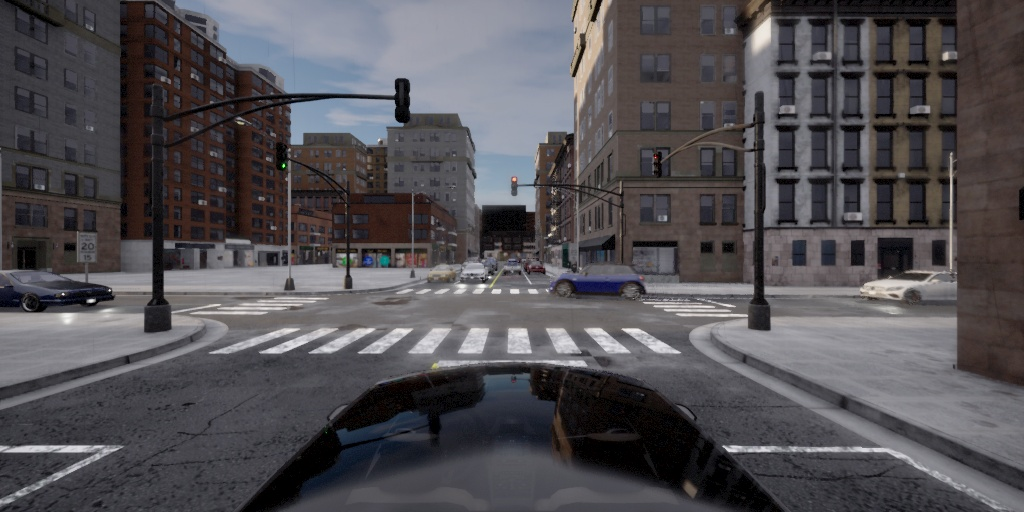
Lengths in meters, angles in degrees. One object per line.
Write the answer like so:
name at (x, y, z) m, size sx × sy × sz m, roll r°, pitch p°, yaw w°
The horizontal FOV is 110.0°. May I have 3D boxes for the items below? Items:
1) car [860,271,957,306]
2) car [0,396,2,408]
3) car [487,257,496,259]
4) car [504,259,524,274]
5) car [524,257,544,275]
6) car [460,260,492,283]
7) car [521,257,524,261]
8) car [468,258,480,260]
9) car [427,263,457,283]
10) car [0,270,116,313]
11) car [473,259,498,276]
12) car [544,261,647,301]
car at (18.330, 1.376, 15.917) m, size 4.674 × 1.442 × 1.812 m, roll 0°, pitch 0°, yaw 0°
car at (-5.388, 1.300, 1.270) m, size 2.007 × 1.370 × 4.403 m, roll 0°, pitch 0°, yaw 0°
car at (-2.862, 1.244, 48.075) m, size 2.128 × 1.511 × 4.902 m, roll 0°, pitch 0°, yaw 0°
car at (0.054, 1.352, 40.511) m, size 1.895 × 1.301 × 4.718 m, roll 0°, pitch 0°, yaw 0°
car at (2.616, 1.191, 39.443) m, size 1.967 × 1.591 × 4.097 m, roll 0°, pitch 0°, yaw 0°
car at (-2.862, 1.276, 28.086) m, size 1.812 × 1.442 × 4.674 m, roll 0°, pitch 0°, yaw 0°
car at (2.612, 1.067, 45.105) m, size 2.192 × 1.841 × 5.009 m, roll 0°, pitch 0°, yaw 0°
car at (-5.413, 1.302, 45.101) m, size 2.007 × 1.370 × 4.403 m, roll 0°, pitch 0°, yaw 0°
car at (-5.403, 1.276, 27.945) m, size 1.751 × 1.417 × 4.829 m, roll 0°, pitch 0°, yaw 0°
car at (-17.810, 1.215, 12.912) m, size 5.357 × 1.411 × 2.033 m, roll 0°, pitch 0°, yaw 0°
car at (-2.858, 1.315, 37.879) m, size 1.994 × 1.385 × 4.181 m, roll 0°, pitch 0°, yaw 1°
car at (4.134, 1.119, 17.480) m, size 4.553 × 1.767 × 2.097 m, roll 0°, pitch 0°, yaw 17°
